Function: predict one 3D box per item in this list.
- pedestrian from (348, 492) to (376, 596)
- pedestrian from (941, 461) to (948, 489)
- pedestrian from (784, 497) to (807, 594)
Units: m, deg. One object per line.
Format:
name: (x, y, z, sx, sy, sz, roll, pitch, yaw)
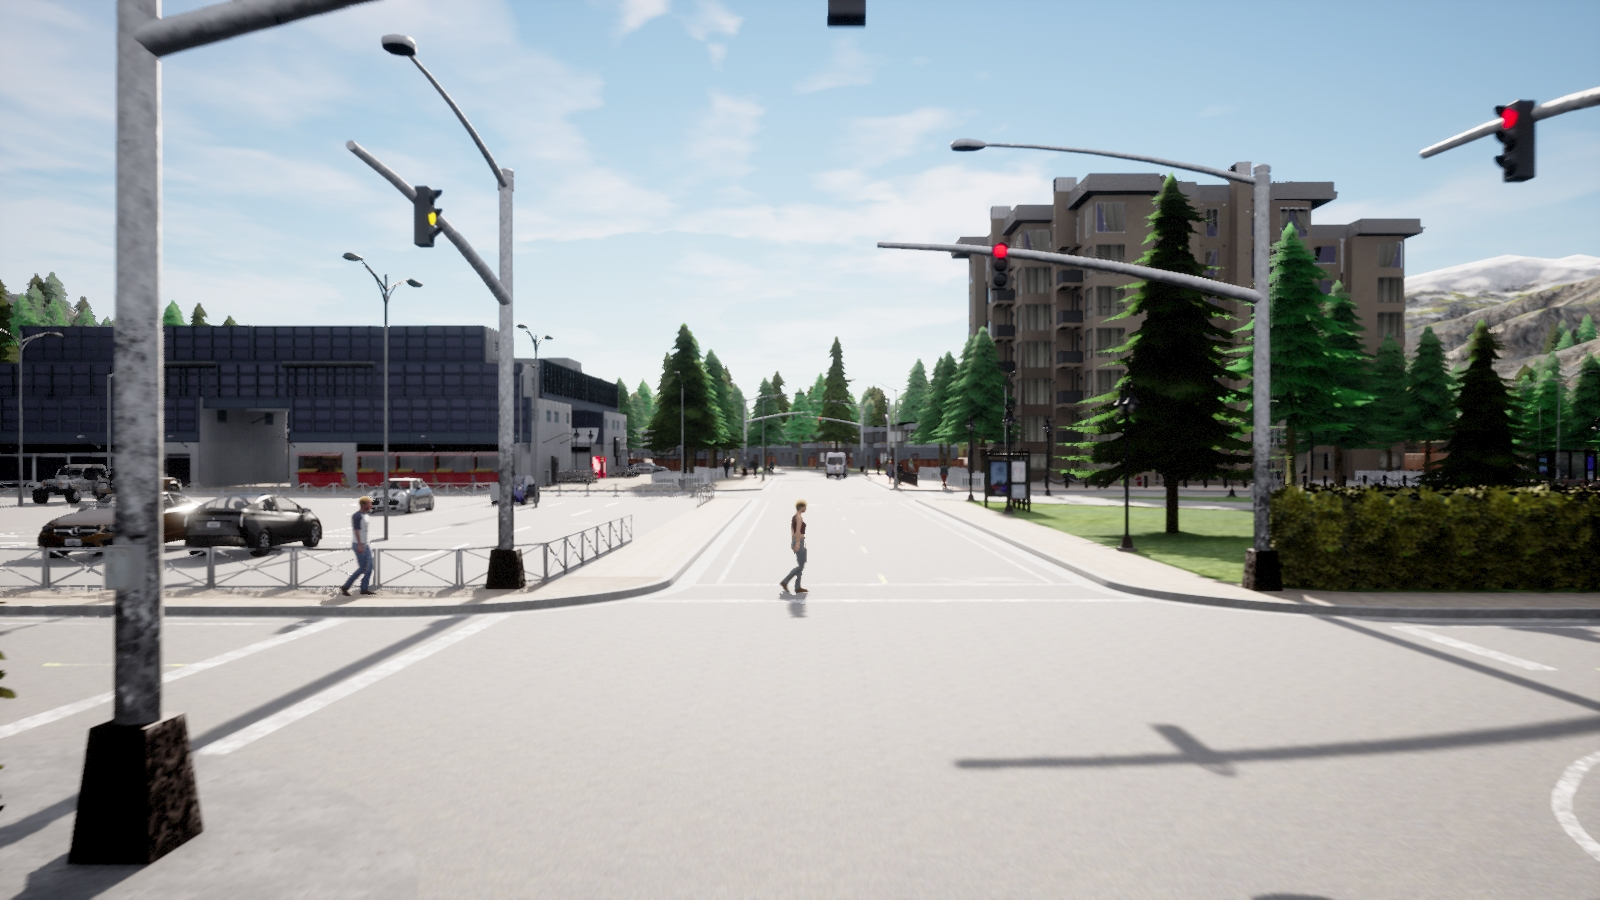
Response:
pedestrian: (-7.960, 1.693, 20.766, 0.375, 1.860, 0.375, 0, 0, -1)
pedestrian: (9.615, 1.675, 76.014, 0.375, 1.860, 0.375, 0, 0, -7)
pedestrian: (-0.096, 1.844, 22.190, 0.375, 1.860, 0.375, 0, 0, -13)
